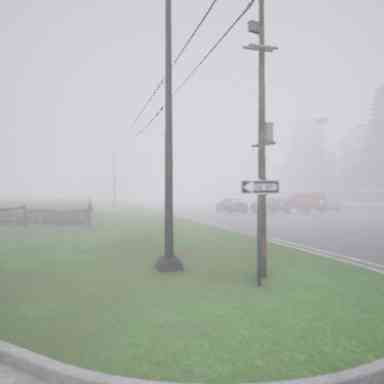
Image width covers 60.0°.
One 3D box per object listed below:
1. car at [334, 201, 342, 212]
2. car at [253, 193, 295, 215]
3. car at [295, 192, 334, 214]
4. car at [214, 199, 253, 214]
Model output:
[{"bbox_3d":[13.924,1.375,35.505,1.994,1.385,4.181,0,0,-18],"label":"car"},{"bbox_3d":[7.570,1.188,32.398,2.097,1.767,4.553,0,0,-18],"label":"car"},{"bbox_3d":[11.034,1.049,33.065,2.150,2.045,5.566,0,0,-18],"label":"car"},{"bbox_3d":[3.803,1.366,32.674,1.812,1.442,4.674,0,0,-18],"label":"car"}]
